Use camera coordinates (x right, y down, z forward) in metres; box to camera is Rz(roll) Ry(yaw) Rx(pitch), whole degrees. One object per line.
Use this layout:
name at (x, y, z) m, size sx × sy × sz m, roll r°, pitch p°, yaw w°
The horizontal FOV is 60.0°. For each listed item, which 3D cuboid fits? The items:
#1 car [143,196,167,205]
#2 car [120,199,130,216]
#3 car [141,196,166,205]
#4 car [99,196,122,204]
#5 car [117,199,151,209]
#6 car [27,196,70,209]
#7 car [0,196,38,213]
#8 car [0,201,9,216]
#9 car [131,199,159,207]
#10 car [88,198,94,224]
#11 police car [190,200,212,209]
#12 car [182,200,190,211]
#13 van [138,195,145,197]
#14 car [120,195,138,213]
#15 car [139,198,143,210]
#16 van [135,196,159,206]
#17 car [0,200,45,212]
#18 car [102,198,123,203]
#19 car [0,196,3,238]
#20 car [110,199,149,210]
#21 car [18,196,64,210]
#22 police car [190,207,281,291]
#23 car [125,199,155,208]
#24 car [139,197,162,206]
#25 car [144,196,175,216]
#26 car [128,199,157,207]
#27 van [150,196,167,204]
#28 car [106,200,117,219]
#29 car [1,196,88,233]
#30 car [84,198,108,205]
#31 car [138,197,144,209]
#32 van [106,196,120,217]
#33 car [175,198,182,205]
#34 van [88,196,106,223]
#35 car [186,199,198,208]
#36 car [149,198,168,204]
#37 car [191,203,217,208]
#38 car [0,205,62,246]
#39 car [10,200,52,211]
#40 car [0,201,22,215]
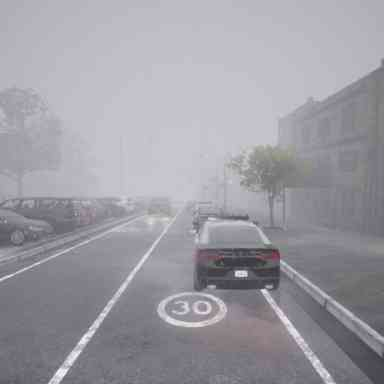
car at (-8.840, 1.956, 79.400) m, size 5.566 × 2.045 × 2.435 m, roll 0°, pitch -1°, yaw 0°
car at (-8.830, 1.658, 31.747) m, size 5.008 × 1.535 × 2.097 m, roll 0°, pitch -1°, yaw 0°
car at (-8.838, 1.922, 76.597) m, size 5.566 × 2.045 × 2.435 m, roll 0°, pitch -1°, yaw 0°
car at (-21.985, 2.089, 90.095) m, size 5.566 × 2.045 × 2.435 m, roll 0°, pitch -1°, yaw 0°
car at (-8.878, 1.893, 51.366) m, size 4.792 × 1.488 × 2.163 m, roll 0°, pitch -1°, yaw 0°
car at (-21.900, 1.609, 50.994) m, size 5.566 × 2.045 × 2.435 m, roll 0°, pitch -1°, yaw 0°
car at (-21.892, 1.484, 39.978) m, size 5.566 × 2.045 × 2.435 m, roll 0°, pitch -1°, yaw 0°
car at (-21.887, 1.713, 34.407) m, size 4.792 × 1.488 × 2.163 m, roll 0°, pitch -1°, yaw 0°
car at (-8.852, 2.001, 62.578) m, size 5.008 × 1.535 × 2.097 m, roll 0°, pitch -1°, yaw 0°
car at (-8.800, 1.431, 20.534) m, size 4.553 × 1.767 × 2.185 m, roll 0°, pitch -1°, yaw 0°
police car at (0.991, 1.559, 25.215) m, size 1.930 × 1.638 × 5.238 m, roll 0°, pitch -1°, yaw 0°
car at (0.072, 1.882, 46.267) m, size 2.033 × 1.411 × 5.357 m, roll 0°, pitch -1°, yaw 1°
van at (-8.734, 1.672, 54.172) m, size 4.442 × 1.987 × 1.878 m, roll 0°, pitch -1°, yaw 0°
car at (-8.865, 1.432, 34.553) m, size 5.566 × 2.045 × 2.435 m, roll 0°, pitch -1°, yaw 0°
car at (-8.812, 1.766, 40.155) m, size 4.792 × 1.488 × 2.163 m, roll 0°, pitch -1°, yaw 0°
van at (-8.742, 1.810, 65.384) m, size 4.442 × 1.987 × 1.878 m, roll 0°, pitch -1°, yaw 0°
car at (-21.917, 1.765, 42.762) m, size 5.008 × 1.535 × 2.097 m, roll 0°, pitch -1°, yaw 0°
car at (-22.144, 2.371, 92.867) m, size 5.366 × 1.575 × 1.946 m, roll 0°, pitch -1°, yaw 0°
car at (-8.869, 1.232, 9.325) m, size 5.566 × 2.045 × 2.435 m, roll 0°, pitch 0°, yaw 0°
car at (-9.032, 1.826, 48.563) m, size 5.366 × 1.575 × 1.946 m, roll 0°, pitch -1°, yaw 0°
car at (-21.897, 1.576, 48.333) m, size 5.566 × 2.045 × 2.435 m, roll 0°, pitch -1°, yaw 0°
police car at (0.981, 1.431, 9.187) m, size 1.930 × 1.638 × 5.238 m, roll 0°, pitch 0°, yaw 0°
car at (-8.824, 1.962, 56.972) m, size 4.792 × 1.488 × 2.163 m, roll 0°, pitch -1°, yaw 0°
car at (-8.831, 1.979, 70.989) m, size 4.553 × 1.767 × 2.185 m, roll 0°, pitch -1°, yaw 0°
car at (-3.327, 1.445, 35.328) m, size 2.150 × 2.045 × 5.566 m, roll 0°, pitch -1°, yaw 0°
car at (-8.826, 1.996, 59.775) m, size 4.792 × 1.488 × 2.163 m, roll 0°, pitch -1°, yaw 0°
van at (-8.993, 2.119, 90.612) m, size 4.442 × 1.987 × 1.878 m, roll 0°, pitch -1°, yaw 0°
car at (-8.826, 1.608, 26.141) m, size 4.892 × 1.521 × 2.231 m, roll 0°, pitch -1°, yaw 0°
car at (-8.861, 1.283, 17.735) m, size 5.566 × 2.045 × 2.435 m, roll 0°, pitch 0°, yaw 0°
car at (-21.952, 2.171, 76.213) m, size 4.892 × 1.521 × 2.231 m, roll 0°, pitch -1°, yaw 0°
car at (-8.840, 1.796, 45.763) m, size 5.008 × 1.535 × 2.097 m, roll 0°, pitch -1°, yaw 0°
van at (-8.950, 1.407, 28.946) m, size 4.442 × 1.987 × 1.878 m, roll 0°, pitch -1°, yaw 0°
car at (-3.198, 2.285, 78.662) m, size 1.994 × 1.385 × 4.181 m, roll 0°, pitch -1°, yaw 0°
van at (-8.716, 1.356, 23.339) m, size 4.442 × 1.987 × 1.878 m, roll 0°, pitch -1°, yaw 0°
car at (0.041, 2.060, 59.947) m, size 1.994 × 1.385 × 4.181 m, roll 0°, pitch -1°, yaw 0°
car at (-8.868, 2.312, 87.806) m, size 4.892 × 1.521 × 2.231 m, roll 0°, pitch -1°, yaw 0°
car at (0.988, 1.584, 19.095) m, size 1.837 × 1.490 × 4.892 m, roll 0°, pitch -1°, yaw 0°
car at (-8.841, 1.514, 14.927) m, size 4.892 × 1.521 × 2.231 m, roll 0°, pitch 0°, yaw 0°
car at (-21.922, 1.833, 45.422) m, size 4.674 × 1.452 × 2.002 m, roll 0°, pitch -1°, yaw 0°
car at (-21.947, 1.738, 37.192) m, size 4.792 × 1.488 × 2.163 m, roll 0°, pitch -1°, yaw 0°
